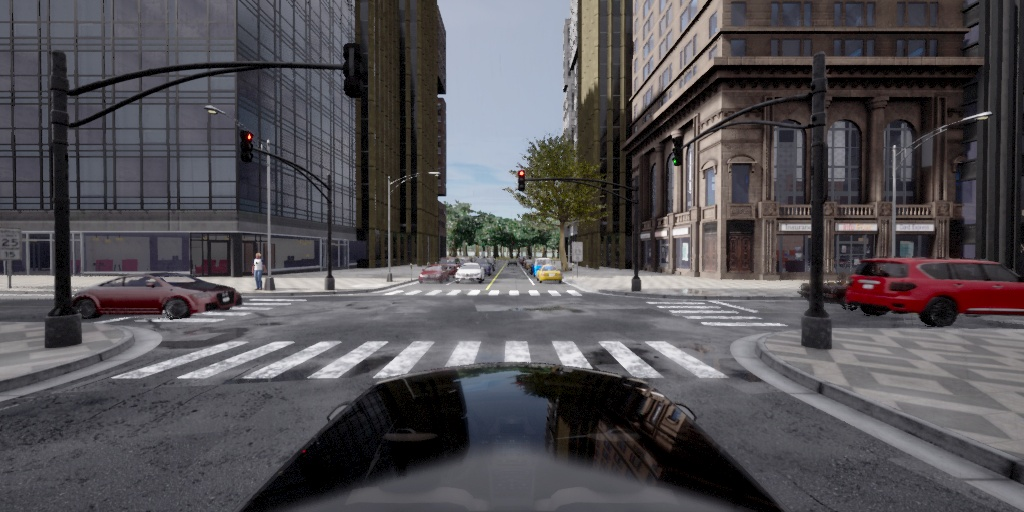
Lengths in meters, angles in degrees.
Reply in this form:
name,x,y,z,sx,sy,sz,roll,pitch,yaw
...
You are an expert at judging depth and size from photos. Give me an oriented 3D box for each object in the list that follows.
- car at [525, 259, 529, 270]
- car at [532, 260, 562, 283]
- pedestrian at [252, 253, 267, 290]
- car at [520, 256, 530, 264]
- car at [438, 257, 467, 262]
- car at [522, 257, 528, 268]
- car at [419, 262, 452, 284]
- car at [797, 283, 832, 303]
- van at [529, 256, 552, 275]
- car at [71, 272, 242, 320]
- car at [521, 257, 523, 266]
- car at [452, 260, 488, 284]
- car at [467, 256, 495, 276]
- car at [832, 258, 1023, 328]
name,x,y,z,sx,sy,sz,roll,pitch,yaw
car,2.768,1.276,38.305,1.948,1.339,4.313,0,0,0
car,2.766,1.255,27.115,1.751,1.417,4.829,0,0,0
pedestrian,-12.520,0.742,17.767,0.375,1.860,0.375,0,0,0
car,2.771,1.204,61.022,2.007,1.370,4.403,0,0,0
car,-5.758,1.035,32.618,2.192,1.841,5.009,0,0,0
car,2.770,1.210,49.834,1.751,1.417,4.829,0,0,0
car,-5.759,1.312,26.937,1.802,1.307,4.207,0,0,0
car,14.712,1.444,14.787,4.718,1.301,1.895,0,1,0
van,2.767,1.061,32.625,1.690,1.789,3.998,0,0,0
car,-11.463,1.243,11.777,4.181,1.385,1.994,0,1,-3
car,2.770,1.215,55.343,1.888,1.381,4.507,0,0,0
car,-3.093,1.255,27.180,1.812,1.442,4.674,0,0,0
car,-3.093,1.067,36.060,2.097,1.767,4.553,0,0,0
car,14.181,1.098,11.581,5.566,2.045,2.150,0,1,0
